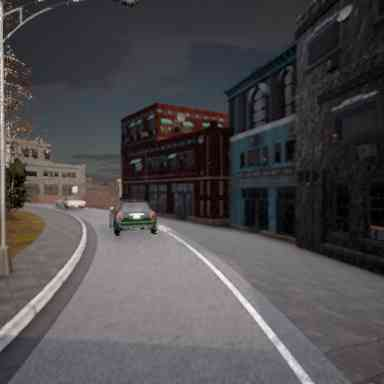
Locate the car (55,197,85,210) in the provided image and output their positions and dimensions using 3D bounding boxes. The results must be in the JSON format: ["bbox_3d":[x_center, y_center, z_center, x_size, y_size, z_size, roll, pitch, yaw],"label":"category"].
[{"bbox_3d":[-13.474,1.176,36.502,1.895,1.301,4.718,-1,1,-38],"label":"car"}]

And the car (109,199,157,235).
[{"bbox_3d":[-3.269,1.180,17.879,2.097,1.767,4.553,0,1,-17],"label":"car"}]
